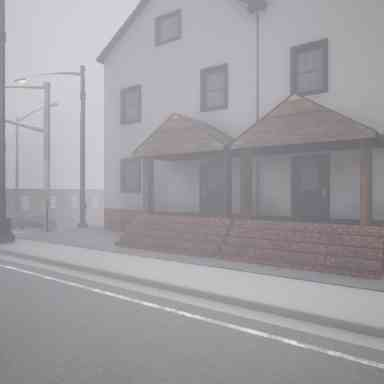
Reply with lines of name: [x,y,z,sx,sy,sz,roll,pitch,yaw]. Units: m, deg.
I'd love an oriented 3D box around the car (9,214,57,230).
car: [-14.069,2.652,29.317,1.994,1.385,4.181,0,-9,36]

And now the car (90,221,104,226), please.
car: [-8.969,3.818,36.408,2.097,1.767,4.553,0,-12,35]
